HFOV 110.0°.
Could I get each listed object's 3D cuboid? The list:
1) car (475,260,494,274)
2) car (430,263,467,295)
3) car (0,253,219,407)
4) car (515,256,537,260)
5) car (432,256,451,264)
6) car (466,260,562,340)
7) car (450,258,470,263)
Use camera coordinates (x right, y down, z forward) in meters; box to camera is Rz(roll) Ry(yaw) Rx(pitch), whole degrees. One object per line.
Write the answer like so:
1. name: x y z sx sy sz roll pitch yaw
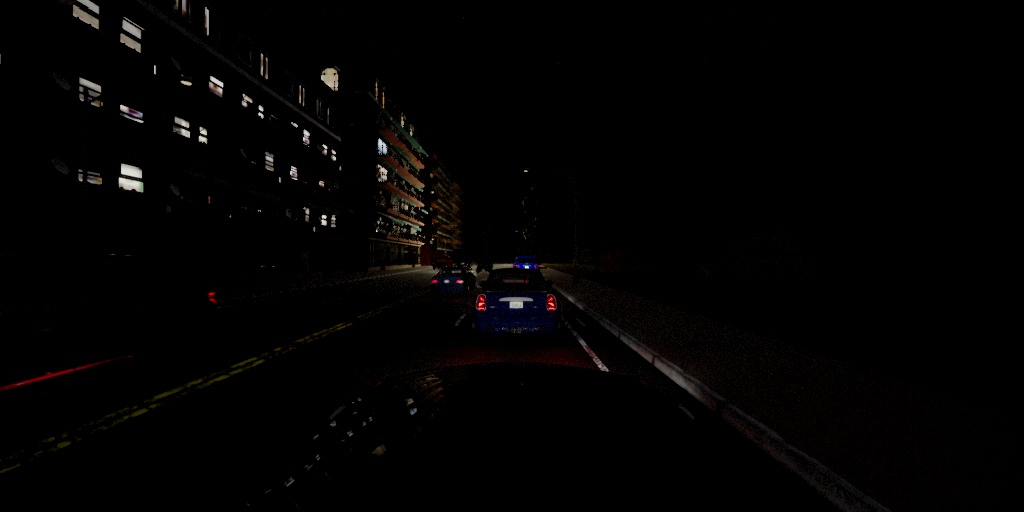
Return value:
1. car: -3.139 1.259 41.987 1.837 1.490 4.892 0 0 0
2. car: -3.148 1.300 20.003 2.033 1.411 5.357 0 0 1
3. car: -6.601 0.972 4.424 2.150 2.045 5.566 0 0 0
4. car: 1.145 0.979 30.037 2.150 2.045 5.566 0 0 0
5. car: -9.832 0.975 51.286 2.150 2.045 5.566 0 0 0
6. car: 0.100 1.103 10.083 2.097 1.767 4.553 0 0 0
7. car: -6.586 1.258 47.986 1.837 1.490 4.892 0 0 0
